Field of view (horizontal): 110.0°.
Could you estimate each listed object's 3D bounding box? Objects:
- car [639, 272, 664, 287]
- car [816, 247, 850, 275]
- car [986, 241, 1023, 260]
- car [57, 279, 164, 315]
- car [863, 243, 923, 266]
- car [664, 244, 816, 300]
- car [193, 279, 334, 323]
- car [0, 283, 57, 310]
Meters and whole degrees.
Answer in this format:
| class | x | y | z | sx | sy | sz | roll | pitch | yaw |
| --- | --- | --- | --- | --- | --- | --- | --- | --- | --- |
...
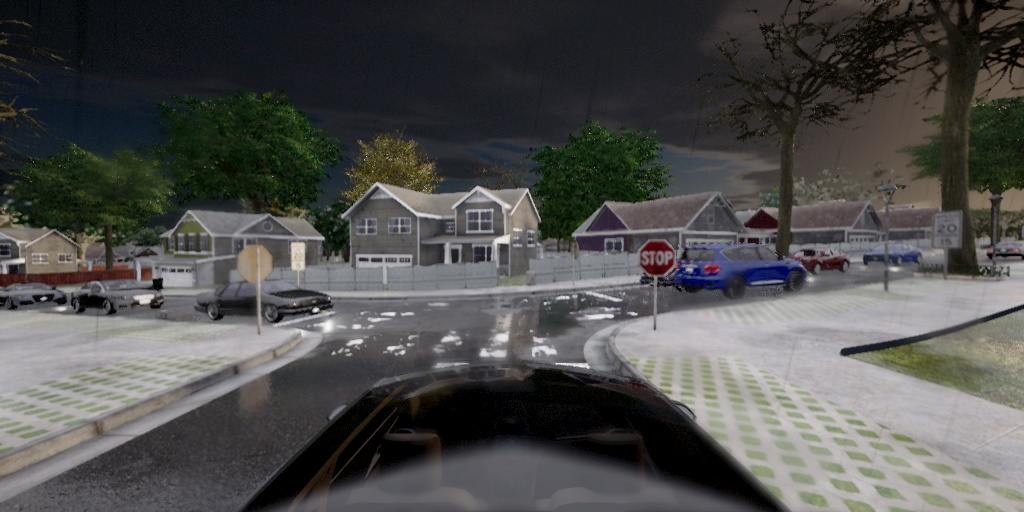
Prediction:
| class | x | y | z | sx | sy | sz | roll | pitch | yaw |
| --- | --- | --- | --- | --- | --- | --- | --- | --- | --- |
| car | 8.793 | 0.758 | 17.389 | 5.357 | 1.411 | 2.033 | -3 | 2 | -23 |
| car | 18.336 | 0.251 | 21.761 | 5.008 | 1.535 | 1.882 | -3 | 2 | -25 |
| car | 40.235 | -0.463 | 28.743 | 5.357 | 1.411 | 2.033 | -2 | 2 | -25 |
| car | -18.930 | 1.889 | 17.188 | 4.902 | 1.511 | 2.128 | -2 | 0 | 22 |
| car | 27.780 | -0.144 | 26.158 | 5.008 | 1.535 | 1.882 | -2 | 2 | -25 |
| car | 9.351 | 0.513 | 14.723 | 5.566 | 2.045 | 2.150 | -3 | 2 | -20 |
| car | -9.383 | 1.598 | 13.463 | 5.357 | 1.411 | 2.033 | -2 | 1 | 20 |
| car | -28.266 | 2.285 | 20.981 | 4.181 | 1.385 | 1.994 | -2 | 1 | 22 |
